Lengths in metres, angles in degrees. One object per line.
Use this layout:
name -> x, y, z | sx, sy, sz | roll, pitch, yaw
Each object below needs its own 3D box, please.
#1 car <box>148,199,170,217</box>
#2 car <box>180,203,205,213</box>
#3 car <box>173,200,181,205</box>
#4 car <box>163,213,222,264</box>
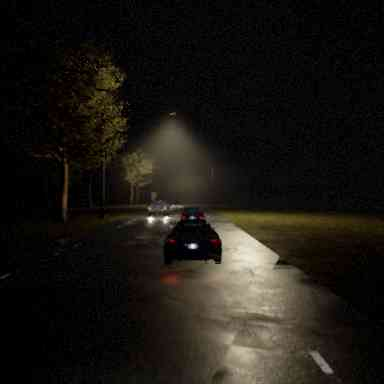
car -> -3.583, 1.709, 36.395 | 2.097, 1.767, 4.553 | 0, -1, 0
car -> 0.032, 1.817, 25.068 | 2.033, 1.411, 5.357 | 0, 0, 0
car -> -3.653, 2.564, 81.187 | 1.895, 1.301, 4.718 | 0, -1, -1
car -> 0.048, 1.710, 12.467 | 1.994, 1.385, 4.181 | 0, -1, 1
